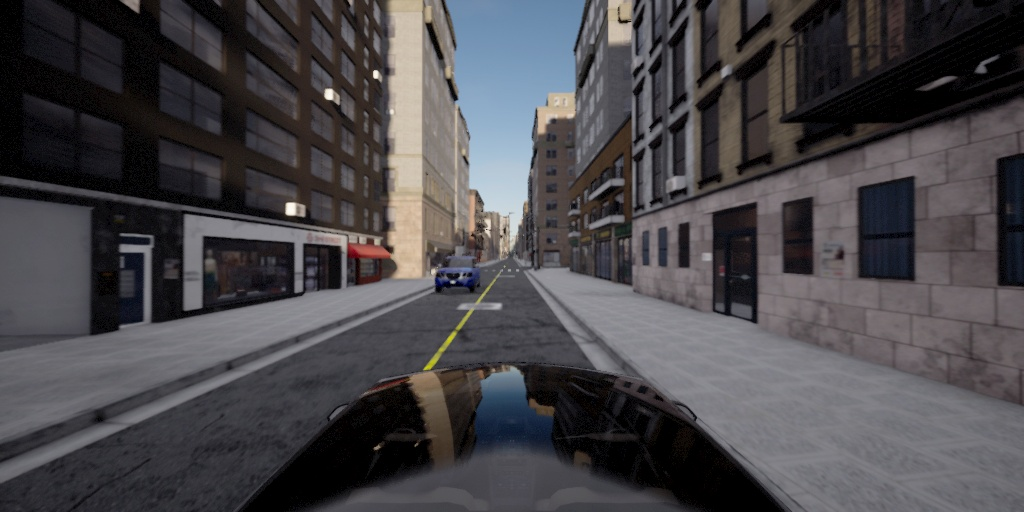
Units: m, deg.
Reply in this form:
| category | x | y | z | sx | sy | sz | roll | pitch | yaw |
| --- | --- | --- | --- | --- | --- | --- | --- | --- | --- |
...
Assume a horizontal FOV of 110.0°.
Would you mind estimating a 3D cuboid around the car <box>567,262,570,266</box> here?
| category | x | y | z | sx | sy | sz | roll | pitch | yaw |
| --- | --- | --- | --- | --- | --- | --- | --- | --- | --- |
| car | 12.147 | 1.309 | 64.148 | 4.507 | 1.381 | 1.888 | 0 | 0 | 0 |

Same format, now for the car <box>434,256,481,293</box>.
| category | x | y | z | sx | sy | sz | roll | pitch | yaw |
| --- | --- | --- | --- | --- | --- | --- | --- | --- | --- |
| car | -3.100 | 1.017 | 21.573 | 2.150 | 2.045 | 5.566 | 0 | 0 | 0 |
